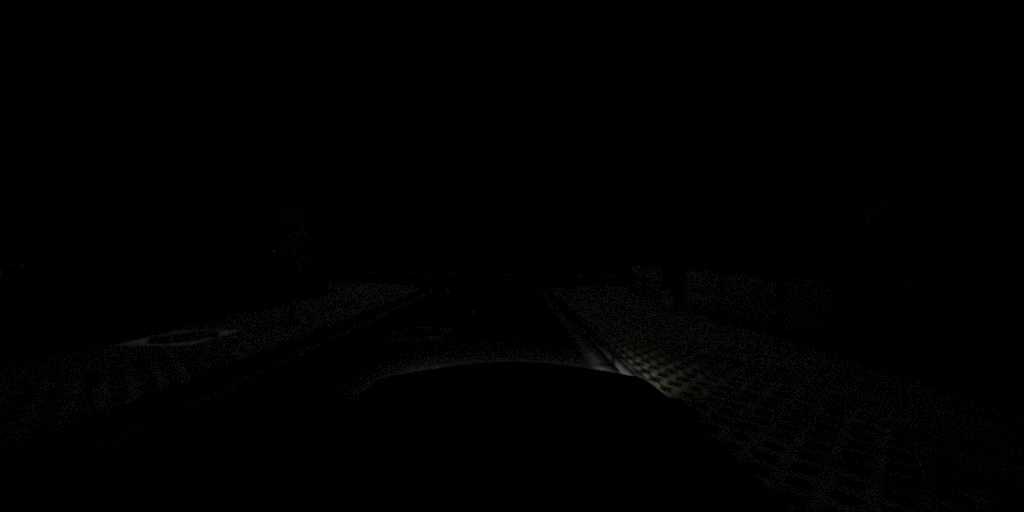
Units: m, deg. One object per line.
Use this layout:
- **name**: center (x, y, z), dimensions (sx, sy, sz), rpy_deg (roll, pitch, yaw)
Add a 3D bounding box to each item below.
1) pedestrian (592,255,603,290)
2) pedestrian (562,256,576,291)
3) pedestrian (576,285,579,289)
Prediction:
- **pedestrian**: center (4.343, 0.823, 18.519), dimensions (0.375, 1.860, 0.375), rpy_deg (-1, 2, 0)
- **pedestrian**: center (2.834, 0.824, 17.919), dimensions (0.375, 1.860, 0.375), rpy_deg (-1, 2, 0)
- **pedestrian**: center (3.318, 0.830, 19.119), dimensions (0.375, 1.860, 0.375), rpy_deg (-1, 2, 0)
